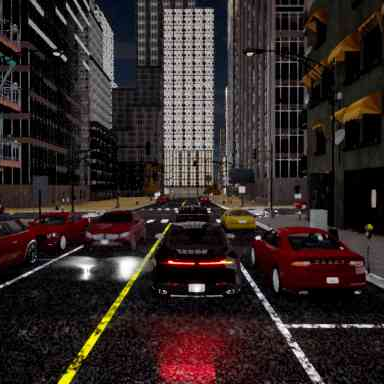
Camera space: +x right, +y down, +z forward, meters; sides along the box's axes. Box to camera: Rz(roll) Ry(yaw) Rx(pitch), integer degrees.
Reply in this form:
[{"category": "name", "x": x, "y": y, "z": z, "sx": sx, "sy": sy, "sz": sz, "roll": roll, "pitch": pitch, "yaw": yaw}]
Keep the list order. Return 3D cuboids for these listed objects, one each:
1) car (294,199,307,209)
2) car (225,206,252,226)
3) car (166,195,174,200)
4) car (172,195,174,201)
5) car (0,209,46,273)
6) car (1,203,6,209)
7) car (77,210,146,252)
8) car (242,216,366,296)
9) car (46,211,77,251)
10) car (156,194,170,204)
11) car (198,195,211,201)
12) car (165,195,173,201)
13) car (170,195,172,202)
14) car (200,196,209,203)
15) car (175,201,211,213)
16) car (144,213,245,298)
[{"category": "car", "x": 14.182, "y": 1.255, "z": 38.741, "sx": 4.507, "sy": 1.381, "sz": 1.887, "roll": -1, "pitch": 1, "yaw": -1}, {"category": "car", "x": 2.646, "y": 1.522, "z": 19.765, "sx": 1.752, "sy": 1.417, "sz": 4.829, "roll": -1, "pitch": 0, "yaw": 0}, {"category": "car", "x": -5.862, "y": 1.543, "z": 90.904, "sx": 1.887, "sy": 1.381, "sz": 4.507, "roll": -1, "pitch": 0, "yaw": 0}, {"category": "car", "x": -5.834, "y": 1.312, "z": 74.227, "sx": 2.192, "sy": 1.841, "sz": 5.009, "roll": -1, "pitch": 0, "yaw": 0}, {"category": "car", "x": -5.715, "y": 1.439, "z": 8.547, "sx": 1.967, "sy": 1.590, "sz": 4.097, "roll": -1, "pitch": 0, "yaw": 0}, {"category": "car", "x": -23.916, "y": 1.745, "z": 38.348, "sx": 4.097, "sy": 1.590, "sz": 1.967, "roll": -1, "pitch": 1, "yaw": -1}, {"category": "car", "x": -3.089, "y": 1.523, "z": 14.129, "sx": 1.812, "sy": 1.442, "sz": 4.674, "roll": 0, "pitch": 0, "yaw": 0}, {"category": "car", "x": 2.667, "y": 1.543, "z": 8.548, "sx": 1.887, "sy": 1.381, "sz": 4.507, "roll": -1, "pitch": 0, "yaw": 0}, {"category": "car", "x": -5.724, "y": 1.543, "z": 14.071, "sx": 1.887, "sy": 1.381, "sz": 4.507, "roll": -1, "pitch": 0, "yaw": 0}, {"category": "car", "x": -5.812, "y": 1.541, "z": 63.107, "sx": 1.887, "sy": 1.381, "sz": 4.507, "roll": -1, "pitch": 0, "yaw": 0}, {"category": "car", "x": 2.567, "y": 1.436, "z": 63.121, "sx": 1.967, "sy": 1.590, "sz": 4.097, "roll": -1, "pitch": 0, "yaw": 0}, {"category": "car", "x": -5.852, "y": 1.523, "z": 85.175, "sx": 1.752, "sy": 1.417, "sz": 4.829, "roll": -1, "pitch": 0, "yaw": 0}, {"category": "car", "x": -5.824, "y": 1.311, "z": 68.667, "sx": 2.192, "sy": 1.841, "sz": 5.009, "roll": -1, "pitch": 0, "yaw": 0}, {"category": "car", "x": 2.558, "y": 1.522, "z": 68.851, "sx": 1.752, "sy": 1.417, "sz": 4.829, "roll": -1, "pitch": 0, "yaw": 0}, {"category": "car", "x": 0.063, "y": 1.475, "z": 18.751, "sx": 1.882, "sy": 1.535, "sz": 5.008, "roll": 0, "pitch": 0, "yaw": 0}, {"category": "car", "x": 0.083, "y": 1.503, "z": 8.478, "sx": 1.837, "sy": 1.490, "sz": 4.892, "roll": 0, "pitch": 0, "yaw": 0}]
